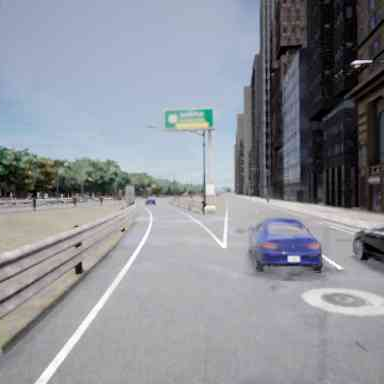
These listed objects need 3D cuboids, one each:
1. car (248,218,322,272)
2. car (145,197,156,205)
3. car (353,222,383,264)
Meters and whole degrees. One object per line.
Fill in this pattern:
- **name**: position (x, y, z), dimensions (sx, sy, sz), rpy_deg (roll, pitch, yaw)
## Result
- **car**: position (2.877, 1.573, 10.880), dimensions (1.812, 1.442, 4.674), rpy_deg (0, 0, 6)
- **car**: position (-7.848, 1.722, 63.051), dimensions (1.812, 1.442, 4.674), rpy_deg (0, 0, -9)
- **car**: position (6.243, 1.509, 9.463), dimensions (2.128, 1.511, 4.902), rpy_deg (0, 0, 6)
